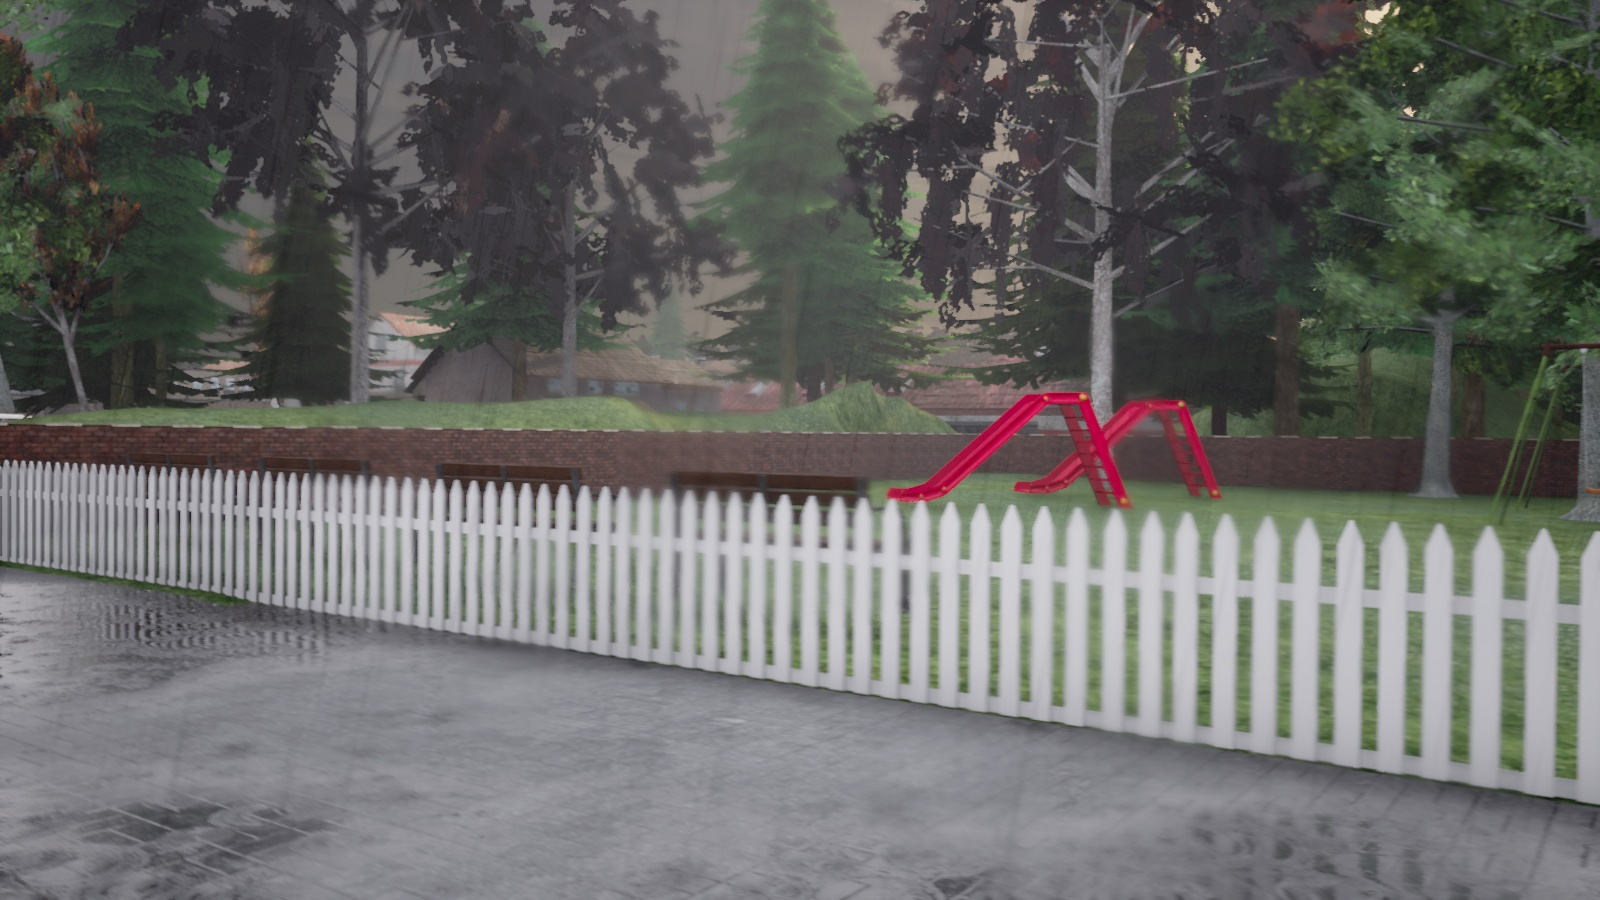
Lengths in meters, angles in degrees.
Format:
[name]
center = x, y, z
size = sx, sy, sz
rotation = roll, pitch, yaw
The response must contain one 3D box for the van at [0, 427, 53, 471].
[van]
center = -38.462, -0.053, 59.830
size = 2.069, 2.038, 4.480
rotation = 0, 1, 35
